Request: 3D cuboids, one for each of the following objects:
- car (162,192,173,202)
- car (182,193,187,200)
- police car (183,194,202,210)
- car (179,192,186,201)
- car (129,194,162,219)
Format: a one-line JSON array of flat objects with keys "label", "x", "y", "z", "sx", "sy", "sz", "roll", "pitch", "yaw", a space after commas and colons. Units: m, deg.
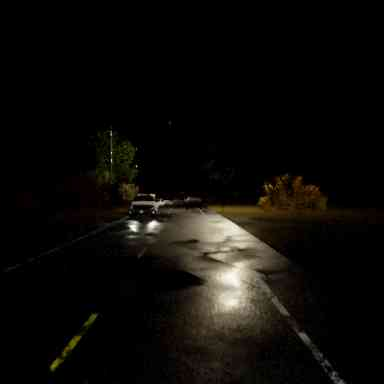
[{"label": "car", "x": -5.290, "y": 1.067, "z": 70.926, "sx": 2.150, "sy": 2.045, "sz": 5.566, "roll": 0, "pitch": 0, "yaw": -2}, {"label": "car", "x": -0.320, "y": 1.397, "z": 57.861, "sx": 1.882, "sy": 1.535, "sz": 5.008, "roll": 0, "pitch": 0, "yaw": -2}, {"label": "police car", "x": 0.186, "y": 1.377, "z": 41.979, "sx": 1.930, "sy": 1.638, "sz": 5.238, "roll": 0, "pitch": 0, "yaw": -2}, {"label": "car", "x": -1.954, "y": 1.274, "z": 76.625, "sx": 2.033, "sy": 1.411, "sz": 5.357, "roll": 0, "pitch": 0, "yaw": -2}, {"label": "car", "x": -4.057, "y": 1.198, "z": 28.926, "sx": 2.150, "sy": 2.045, "sz": 5.566, "roll": 0, "pitch": 0, "yaw": -2}]
